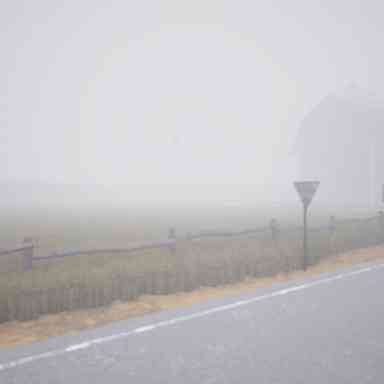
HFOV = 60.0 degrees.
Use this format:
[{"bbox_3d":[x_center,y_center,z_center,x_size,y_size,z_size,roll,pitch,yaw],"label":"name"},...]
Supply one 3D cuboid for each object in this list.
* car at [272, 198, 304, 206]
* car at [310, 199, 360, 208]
[{"bbox_3d":[12.963,1.532,43.440,2.033,1.411,5.357,0,0,-39],"label":"car"},{"bbox_3d":[14.993,1.464,35.000,1.882,1.535,5.008,0,0,-39],"label":"car"}]
